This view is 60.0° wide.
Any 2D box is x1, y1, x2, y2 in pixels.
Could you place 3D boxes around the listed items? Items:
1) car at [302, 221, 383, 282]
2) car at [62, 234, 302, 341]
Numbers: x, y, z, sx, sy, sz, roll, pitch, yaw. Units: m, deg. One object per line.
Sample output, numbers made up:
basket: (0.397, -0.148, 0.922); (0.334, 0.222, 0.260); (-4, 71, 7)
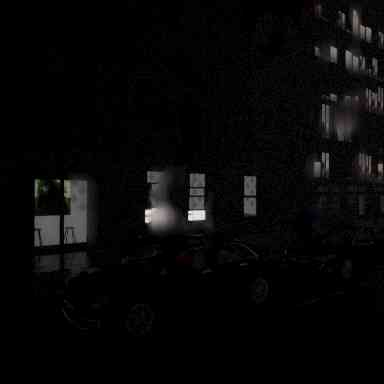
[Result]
car: (4.473, 1.550, 9.696); (4.403, 1.369, 2.008); (0, 0, -35)
car: (-0.162, 1.551, 6.420); (4.403, 1.369, 2.008); (0, 0, -35)
